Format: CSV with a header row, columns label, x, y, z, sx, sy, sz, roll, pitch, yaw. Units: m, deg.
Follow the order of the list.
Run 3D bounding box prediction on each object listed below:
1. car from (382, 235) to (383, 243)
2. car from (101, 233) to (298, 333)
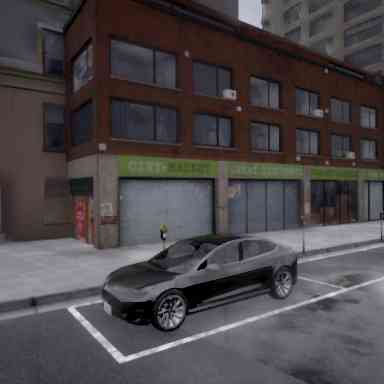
label,x,y,z,sx,sy,sz,roll,pitch,yaw
car,9.321,1.519,13.192,4.829,1.417,1.752,0,-1,-35
car,0.365,1.564,6.803,4.313,1.339,1.947,0,-1,-35
